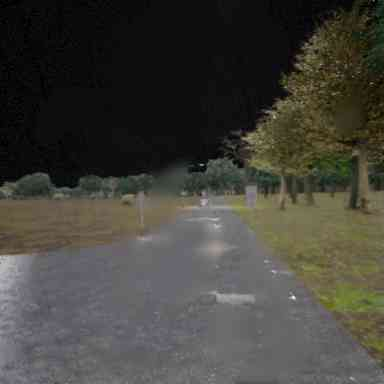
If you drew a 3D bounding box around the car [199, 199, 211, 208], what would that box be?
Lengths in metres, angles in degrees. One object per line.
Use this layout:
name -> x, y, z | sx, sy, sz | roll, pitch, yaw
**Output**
car -> 2.151, 1.948, 56.824 | 2.128, 1.511, 4.902 | -1, 0, 5
